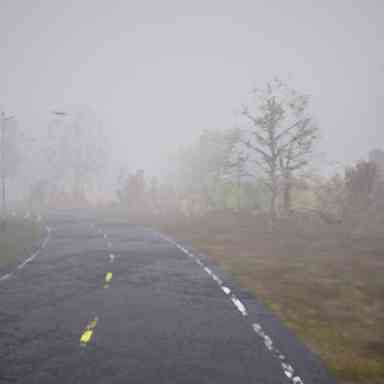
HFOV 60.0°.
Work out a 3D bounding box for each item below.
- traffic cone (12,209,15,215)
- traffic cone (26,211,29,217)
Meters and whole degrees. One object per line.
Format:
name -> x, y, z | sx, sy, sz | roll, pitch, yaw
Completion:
traffic cone -> -19.122, 2.147, 35.662 | 0.340, 0.580, 0.340 | 0, 0, 44
traffic cone -> -15.882, 2.132, 32.167 | 0.340, 0.580, 0.340 | -1, 0, -40
